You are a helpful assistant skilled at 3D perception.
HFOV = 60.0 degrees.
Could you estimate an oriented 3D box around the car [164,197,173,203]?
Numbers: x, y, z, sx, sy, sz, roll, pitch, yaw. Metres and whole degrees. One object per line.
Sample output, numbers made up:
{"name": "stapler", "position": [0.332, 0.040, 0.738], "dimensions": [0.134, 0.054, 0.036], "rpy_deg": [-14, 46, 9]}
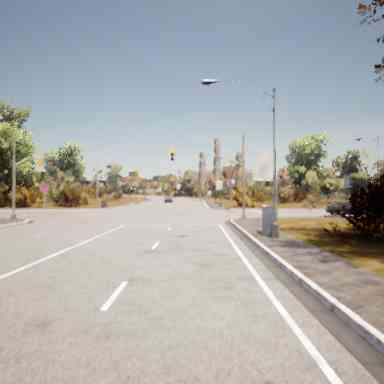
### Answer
{"name": "car", "position": [-5.726, 1.901, 80.888], "dimensions": [1.882, 1.535, 5.008], "rpy_deg": [0, 0, 1]}

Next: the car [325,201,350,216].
{"name": "car", "position": [16.173, 1.729, 33.919], "dimensions": [4.892, 1.490, 1.837], "rpy_deg": [0, 0, -2]}
